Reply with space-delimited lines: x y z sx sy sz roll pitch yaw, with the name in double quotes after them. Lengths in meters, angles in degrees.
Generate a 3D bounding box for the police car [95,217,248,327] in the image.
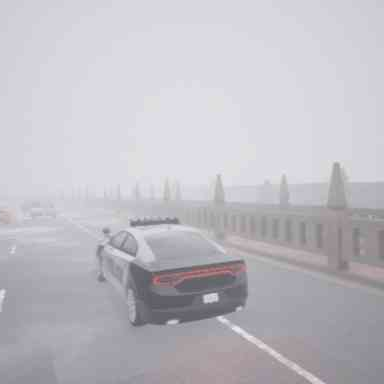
-0.862 1.381 7.293 1.930 1.638 5.238 -1 0 -26 "police car"

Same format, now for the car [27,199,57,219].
-12.953 1.595 28.891 1.895 1.301 4.718 -1 0 -28 "car"

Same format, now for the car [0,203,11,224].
-14.439 1.528 24.323 1.882 1.535 5.008 -1 0 -27 "car"

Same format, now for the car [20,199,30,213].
-18.466 1.521 38.213 1.837 1.490 4.892 -1 1 -34 "car"
